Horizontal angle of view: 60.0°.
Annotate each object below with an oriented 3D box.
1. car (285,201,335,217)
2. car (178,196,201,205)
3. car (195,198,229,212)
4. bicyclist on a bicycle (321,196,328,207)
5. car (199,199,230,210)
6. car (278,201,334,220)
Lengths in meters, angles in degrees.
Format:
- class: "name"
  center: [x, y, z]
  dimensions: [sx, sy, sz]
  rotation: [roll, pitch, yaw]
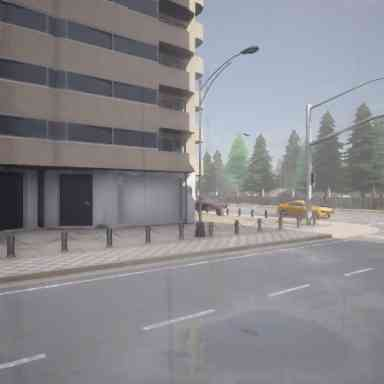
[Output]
- class: "car"
  center: [11.535, 1.619, 32.726]
  dimensions: [1.994, 1.385, 4.181]
  rotation: [0, 0, -36]
- class: "car"
  center: [-0.534, 1.581, 61.754]
  dimensions: [1.812, 1.442, 4.674]
  rotation: [0, 0, -36]
- class: "car"
  center: [1.810, 1.533, 40.229]
  dimensions: [1.882, 1.535, 5.008]
  rotation: [0, 0, -36]
- class: "bicyclist on a bicycle"
  center: [17.332, 1.356, 43.463]
  dimensions: [1.656, 1.620, 0.582]
  rotation: [0, 0, -36]
- class: "car"
  center: [2.983, 1.619, 44.590]
  dimensions: [1.994, 1.385, 4.181]
  rotation: [0, 0, -36]
- class: "car"
  center: [9.845, 1.533, 29.085]
  dimensions: [1.882, 1.535, 5.008]
  rotation: [0, 0, -36]
